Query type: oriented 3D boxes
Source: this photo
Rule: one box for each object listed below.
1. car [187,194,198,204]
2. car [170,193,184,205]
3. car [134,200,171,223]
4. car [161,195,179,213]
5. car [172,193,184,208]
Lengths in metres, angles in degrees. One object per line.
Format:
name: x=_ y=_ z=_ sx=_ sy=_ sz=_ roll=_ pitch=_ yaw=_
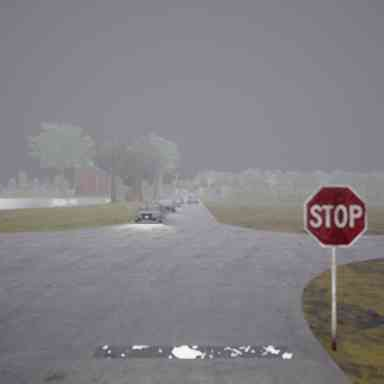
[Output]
car: x=0.148 y=1.496 z=61.158 sx=1.994 sy=1.385 sz=4.181 roll=0 pitch=0 yaw=0
car: x=-2.650 y=1.154 z=59.667 sx=2.150 sy=2.045 sz=5.566 roll=0 pitch=0 yaw=0
car: x=-3.023 y=1.548 z=25.013 sx=1.994 sy=1.385 sz=4.181 roll=0 pitch=0 yaw=3
car: x=-2.754 y=1.447 z=35.967 sx=1.882 sy=1.535 sz=5.008 roll=0 pitch=0 yaw=0
car: x=-2.713 y=1.305 z=48.116 sx=2.097 sy=1.767 sz=4.553 roll=0 pitch=0 yaw=0
